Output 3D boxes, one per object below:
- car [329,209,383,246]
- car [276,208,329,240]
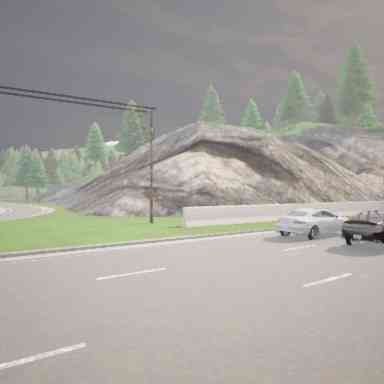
[{"bbox_3d":[8.269,1.496,14.066,4.902,1.511,2.128,0,0,-35],"label":"car"},{"bbox_3d":[6.236,1.534,16.916,4.674,1.442,1.812,0,0,-35],"label":"car"}]
